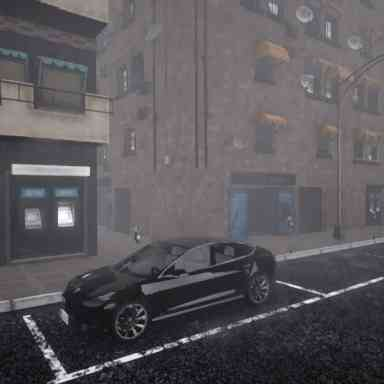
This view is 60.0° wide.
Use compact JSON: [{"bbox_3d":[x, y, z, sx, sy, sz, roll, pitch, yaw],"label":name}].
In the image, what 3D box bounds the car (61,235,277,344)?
[{"bbox_3d":[-0.202,1.566,6.431,4.313,1.339,1.947,0,0,-36],"label":"car"}]
